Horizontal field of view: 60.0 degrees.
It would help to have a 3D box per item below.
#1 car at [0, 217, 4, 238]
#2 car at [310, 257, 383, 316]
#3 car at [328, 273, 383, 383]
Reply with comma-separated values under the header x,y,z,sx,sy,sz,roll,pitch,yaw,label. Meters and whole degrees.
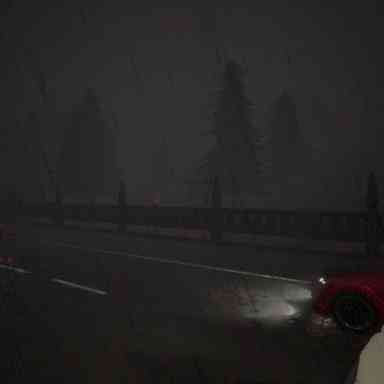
x,y,z,sx,sy,sz,roll,pitch,yaw,label
-11.399,1.411,16.597,4.553,1.767,2.097,0,0,36,car
4.139,1.560,5.332,4.181,1.385,1.994,0,0,36,car
3.310,1.593,1.633,4.718,1.301,1.895,0,0,36,car
